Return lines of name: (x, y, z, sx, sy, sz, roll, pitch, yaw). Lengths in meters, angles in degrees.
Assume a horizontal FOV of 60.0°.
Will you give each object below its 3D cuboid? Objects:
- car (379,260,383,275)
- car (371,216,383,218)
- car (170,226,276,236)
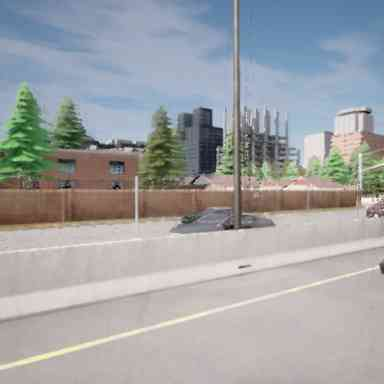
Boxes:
car: (7.009, 1.548, 8.725, 5.357, 1.411, 2.033, 0, 0, -35)
car: (17.207, 1.378, 28.996, 4.553, 1.767, 2.097, 0, 0, -35)
car: (1.315, 1.537, 13.519, 4.902, 1.511, 2.128, 0, 0, -35)
